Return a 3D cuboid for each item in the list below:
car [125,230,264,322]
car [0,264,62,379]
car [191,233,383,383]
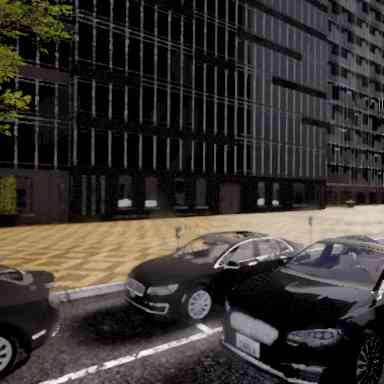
[{"bbox_3d":[0.750,1.549,7.083,4.403,1.369,2.008,0,1,-36],"label":"car"},{"bbox_3d":[-3.847,1.551,3.803,4.403,1.369,2.008,0,1,-36],"label":"car"},{"bbox_3d":[2.638,1.490,5.225,4.902,1.511,2.128,0,0,-35],"label":"car"}]
